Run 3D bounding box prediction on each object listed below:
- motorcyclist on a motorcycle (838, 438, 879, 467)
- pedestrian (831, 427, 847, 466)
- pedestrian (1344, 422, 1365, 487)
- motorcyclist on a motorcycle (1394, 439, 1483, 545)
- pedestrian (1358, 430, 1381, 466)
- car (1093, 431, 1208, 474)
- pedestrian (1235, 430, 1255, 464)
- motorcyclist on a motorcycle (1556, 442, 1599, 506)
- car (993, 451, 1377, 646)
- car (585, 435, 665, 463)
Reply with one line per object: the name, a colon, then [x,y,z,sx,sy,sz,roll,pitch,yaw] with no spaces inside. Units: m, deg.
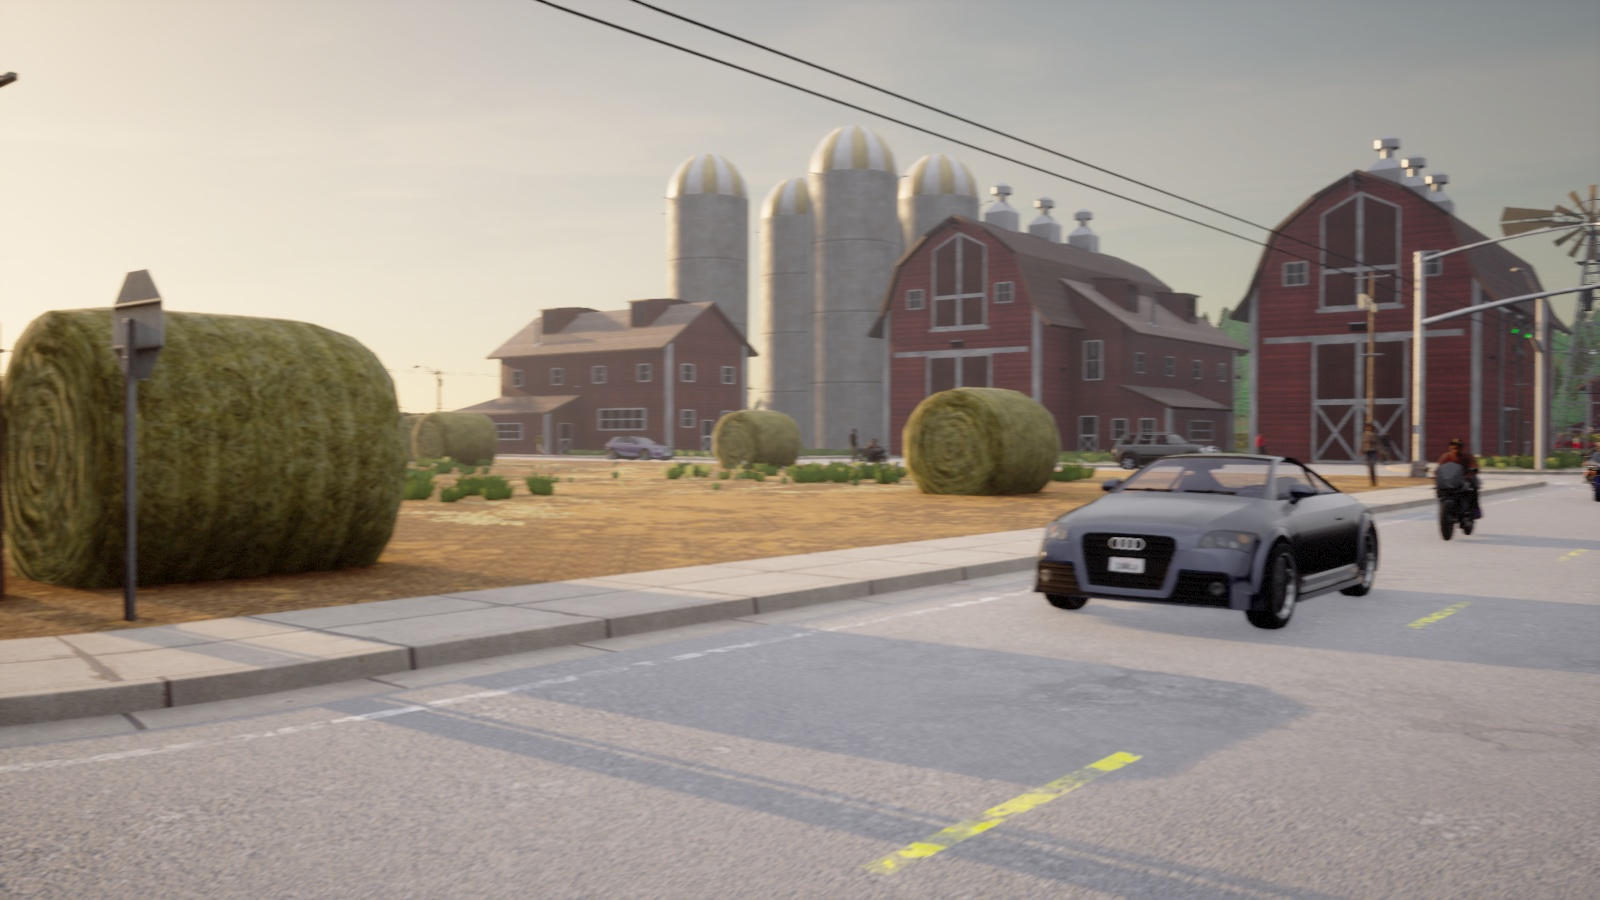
motorcyclist on a motorcycle: [3.065,0.109,66.208,2.044,1.523,0.797,1,1,37]
pedestrian: [1.880,-0.165,60.704,0.431,1.840,0.703,0,1,-44]
pedestrian: [15.646,0.119,35.428,0.328,1.805,0.869,1,1,37]
motorcyclist on a motorcycle: [9.695,0.597,19.027,0.797,1.523,2.044,1,1,39]
pedestrian: [29.789,-0.122,65.721,0.634,1.844,0.899,0,1,-36]
car: [15.747,0.079,56.484,4.605,1.855,1.932,0,1,38]
pedestrian: [24.481,-0.174,69.120,0.899,1.844,0.634,1,1,38]
motorcyclist on a motorcycle: [19.683,0.573,31.574,0.866,1.530,2.191,1,1,39]
car: [3.677,0.725,11.477,1.994,1.385,4.181,1,1,38]
car: [-10.735,-0.093,76.788,4.856,1.649,2.033,1,1,37]
